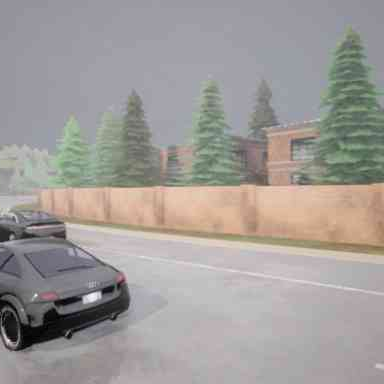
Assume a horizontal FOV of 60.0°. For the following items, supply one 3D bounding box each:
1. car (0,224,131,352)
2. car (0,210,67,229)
[{"bbox_3d":[-3.126,1.569,6.256,4.181,1.385,1.994,0,0,37],"label":"car"},{"bbox_3d":[-7.115,1.502,13.875,4.902,1.511,2.128,0,0,40],"label":"car"}]
